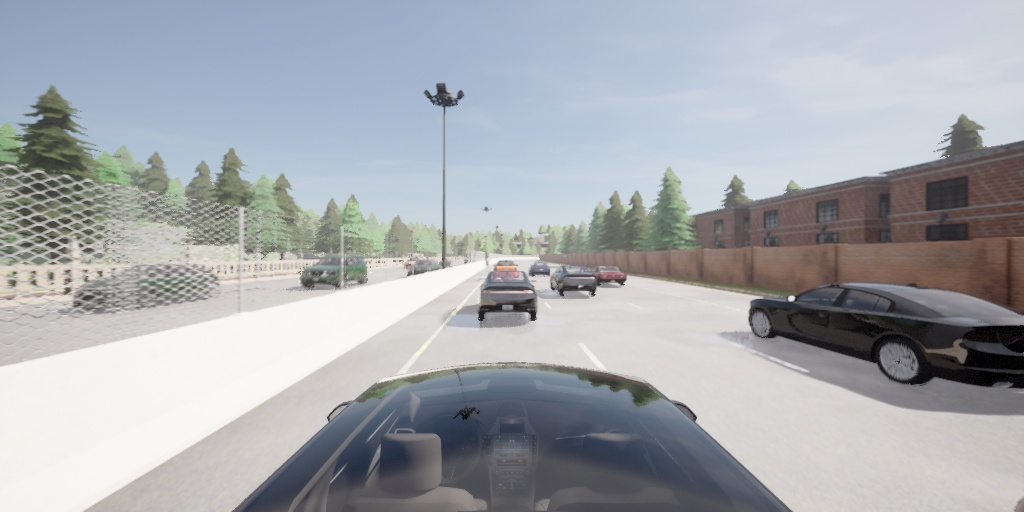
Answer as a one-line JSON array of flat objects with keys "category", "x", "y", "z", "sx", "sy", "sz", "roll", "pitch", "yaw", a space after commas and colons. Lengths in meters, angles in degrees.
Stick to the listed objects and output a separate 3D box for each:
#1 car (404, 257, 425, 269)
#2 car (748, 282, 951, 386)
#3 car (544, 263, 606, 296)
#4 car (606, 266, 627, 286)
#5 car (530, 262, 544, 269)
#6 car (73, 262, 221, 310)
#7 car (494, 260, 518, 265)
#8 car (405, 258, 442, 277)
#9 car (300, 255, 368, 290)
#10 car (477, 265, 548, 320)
[{"category": "car", "x": -15.189, "y": 1.090, "z": 56.119, "sx": 2.097, "sy": 1.767, "sz": 4.553, "roll": 0, "pitch": 0, "yaw": -1}, {"category": "car", "x": 6.945, "y": 1.241, "z": 7.064, "sx": 1.882, "sy": 1.535, "sz": 5.008, "roll": 0, "pitch": 0, "yaw": -1}, {"category": "car", "x": 3.198, "y": 1.252, "z": 19.371, "sx": 2.128, "sy": 1.511, "sz": 4.902, "roll": 0, "pitch": 0, "yaw": -1}, {"category": "car", "x": 6.571, "y": 1.369, "z": 25.689, "sx": 1.895, "sy": 1.301, "sz": 4.718, "roll": 0, "pitch": 0, "yaw": -1}, {"category": "car", "x": 2.839, "y": 1.328, "z": 37.351, "sx": 1.994, "sy": 1.385, "sz": 4.181, "roll": 0, "pitch": 0, "yaw": -1}, {"category": "car", "x": -14.408, "y": 1.080, "z": 14.550, "sx": 2.097, "sy": 1.767, "sz": 4.553, "roll": 0, "pitch": 0, "yaw": -1}, {"category": "car", "x": -0.526, "y": 1.109, "z": 30.525, "sx": 2.097, "sy": 1.767, "sz": 4.553, "roll": 0, "pitch": 0, "yaw": -1}, {"category": "car", "x": -7.749, "y": 1.096, "z": 31.851, "sx": 2.097, "sy": 1.767, "sz": 4.553, "roll": 0, "pitch": 0, "yaw": -1}, {"category": "car", "x": -11.065, "y": 0.957, "z": 22.861, "sx": 2.150, "sy": 2.045, "sz": 5.566, "roll": 0, "pitch": 0, "yaw": -2}, {"category": "car", "x": -0.168, "y": 1.244, "z": 12.564, "sx": 2.128, "sy": 1.511, "sz": 4.902, "roll": 0, "pitch": 0, "yaw": -1}]
